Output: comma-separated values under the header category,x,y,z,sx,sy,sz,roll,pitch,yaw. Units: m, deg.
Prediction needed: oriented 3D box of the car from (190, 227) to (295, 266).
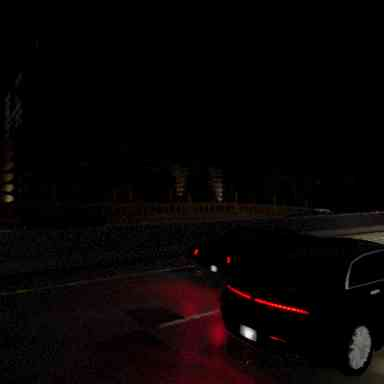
category,x,y,z,sx,sy,sz,roll,pitch,yaw
car,2.360,1.671,9.727,4.718,1.301,1.895,1,0,-35

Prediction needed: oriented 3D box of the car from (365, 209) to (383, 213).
category,x,y,z,sx,sy,sz,roll,pitch,yaw
car,19.722,2.571,35.244,5.008,1.535,1.882,6,-4,-35

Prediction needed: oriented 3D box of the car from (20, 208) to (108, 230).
category,x,y,z,sx,sy,sz,roll,pitch,yaw
car,-7.662,1.650,20.021,4.718,1.301,1.895,1,0,-35

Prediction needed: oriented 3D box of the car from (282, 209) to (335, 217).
category,x,y,z,sx,sy,sz,roll,pitch,yaw
car,8.252,1.809,22.773,4.718,1.301,1.895,2,-1,-35

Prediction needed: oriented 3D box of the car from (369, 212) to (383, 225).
category,x,y,z,sx,sy,sz,roll,pitch,yaw
car,25.246,3.560,43.462,4.674,1.442,1.812,8,-5,-35

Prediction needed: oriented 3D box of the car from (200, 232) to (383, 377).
category,x,y,z,sx,sy,sz,roll,pitch,yaw
car,2.688,1.557,5.663,4.892,1.490,1.837,0,0,-35
